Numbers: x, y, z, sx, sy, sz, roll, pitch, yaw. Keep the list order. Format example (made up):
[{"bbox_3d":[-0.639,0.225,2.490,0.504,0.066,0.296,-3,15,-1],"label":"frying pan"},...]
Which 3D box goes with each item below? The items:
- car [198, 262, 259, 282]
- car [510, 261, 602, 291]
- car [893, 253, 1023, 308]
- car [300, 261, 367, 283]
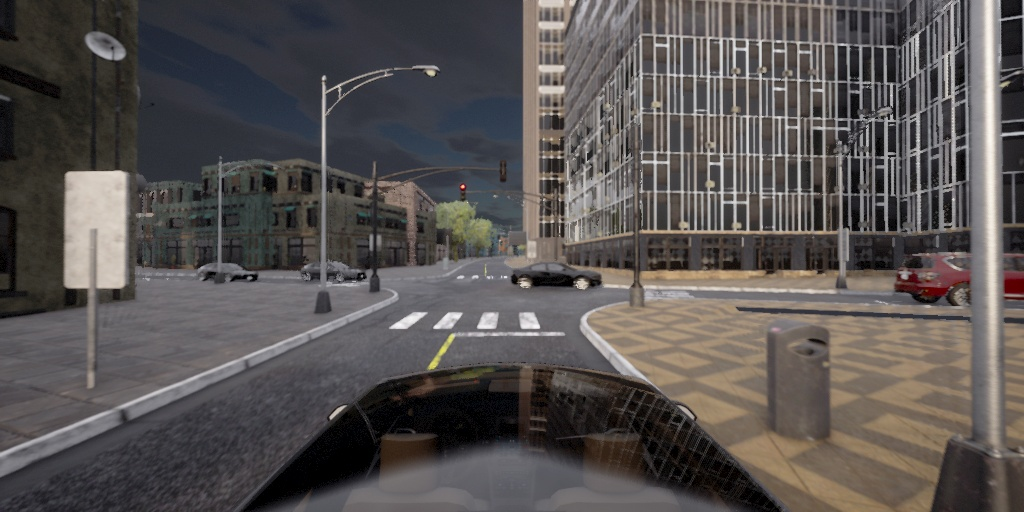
[{"bbox_3d":[-19.720,1.108,24.877,4.313,1.339,1.948,0,0,20],"label":"car"},{"bbox_3d":[2.382,1.041,19.760,5.008,1.535,1.882,-1,0,19],"label":"car"},{"bbox_3d":[16.268,0.821,11.990,5.009,1.841,2.192,0,0,20],"label":"car"},{"bbox_3d":[-12.427,1.090,25.021,4.892,1.490,1.837,0,0,20],"label":"car"}]
